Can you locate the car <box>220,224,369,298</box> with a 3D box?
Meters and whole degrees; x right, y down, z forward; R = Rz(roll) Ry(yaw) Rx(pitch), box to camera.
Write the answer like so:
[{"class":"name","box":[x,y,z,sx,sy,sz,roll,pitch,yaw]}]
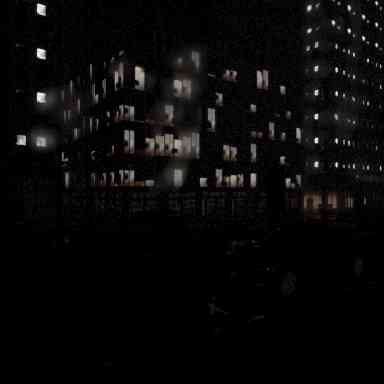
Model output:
[{"class":"car","box":[2.741,1.545,8.504,4.507,1.381,1.887,0,0,-35]}]
